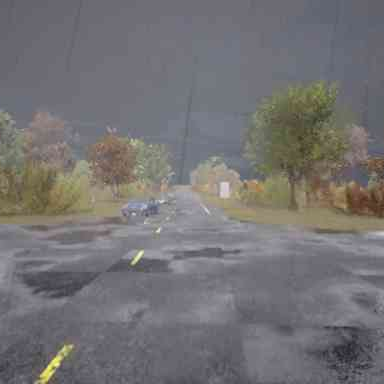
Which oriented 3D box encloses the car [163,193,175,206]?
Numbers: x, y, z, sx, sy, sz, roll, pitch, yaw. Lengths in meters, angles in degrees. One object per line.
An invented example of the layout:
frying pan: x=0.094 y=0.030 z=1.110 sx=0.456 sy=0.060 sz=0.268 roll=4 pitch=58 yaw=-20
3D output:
car: x=-3.875 y=1.093 z=46.319 sx=2.128 sy=1.511 sz=4.902 roll=0 pitch=1 yaw=0

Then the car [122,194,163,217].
car: x=-4.188 y=1.119 z=27.813 sx=2.097 sy=1.767 sz=4.553 roll=0 pitch=0 yaw=8
